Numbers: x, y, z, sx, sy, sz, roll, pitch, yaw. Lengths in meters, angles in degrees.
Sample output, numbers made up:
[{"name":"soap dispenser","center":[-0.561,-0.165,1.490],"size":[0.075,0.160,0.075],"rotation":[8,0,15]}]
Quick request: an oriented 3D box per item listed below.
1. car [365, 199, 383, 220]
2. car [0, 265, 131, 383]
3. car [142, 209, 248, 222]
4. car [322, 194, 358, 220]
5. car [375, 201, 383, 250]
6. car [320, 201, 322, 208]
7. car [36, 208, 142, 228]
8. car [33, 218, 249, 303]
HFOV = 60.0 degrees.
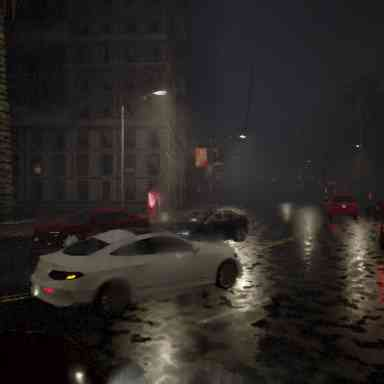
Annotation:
[{"name":"car","center":[16.103,1.337,28.133],"size":[2.097,1.767,4.553],"rotation":[0,0,17]},{"name":"car","center":[-2.513,1.562,1.875],"size":[4.181,1.385,1.994],"rotation":[0,0,-32]},{"name":"car","center":[0.557,1.480,13.969],"size":[2.128,1.511,4.902],"rotation":[0,0,40]},{"name":"car","center":[12.627,1.206,28.366],"size":[2.150,2.045,5.566],"rotation":[0,0,18]},{"name":"car","center":[9.017,1.347,13.473],"size":[2.097,1.767,4.553],"rotation":[0,0,36]},{"name":"car","center":[18.552,1.325,44.025],"size":[2.097,1.767,4.553],"rotation":[0,0,5]},{"name":"car","center":[-4.027,1.464,14.109],"size":[1.882,1.535,5.008],"rotation":[1,0,44]},{"name":"car","center":[-0.948,1.519,7.296],"size":[4.674,1.442,1.812],"rotation":[0,0,-40]}]
